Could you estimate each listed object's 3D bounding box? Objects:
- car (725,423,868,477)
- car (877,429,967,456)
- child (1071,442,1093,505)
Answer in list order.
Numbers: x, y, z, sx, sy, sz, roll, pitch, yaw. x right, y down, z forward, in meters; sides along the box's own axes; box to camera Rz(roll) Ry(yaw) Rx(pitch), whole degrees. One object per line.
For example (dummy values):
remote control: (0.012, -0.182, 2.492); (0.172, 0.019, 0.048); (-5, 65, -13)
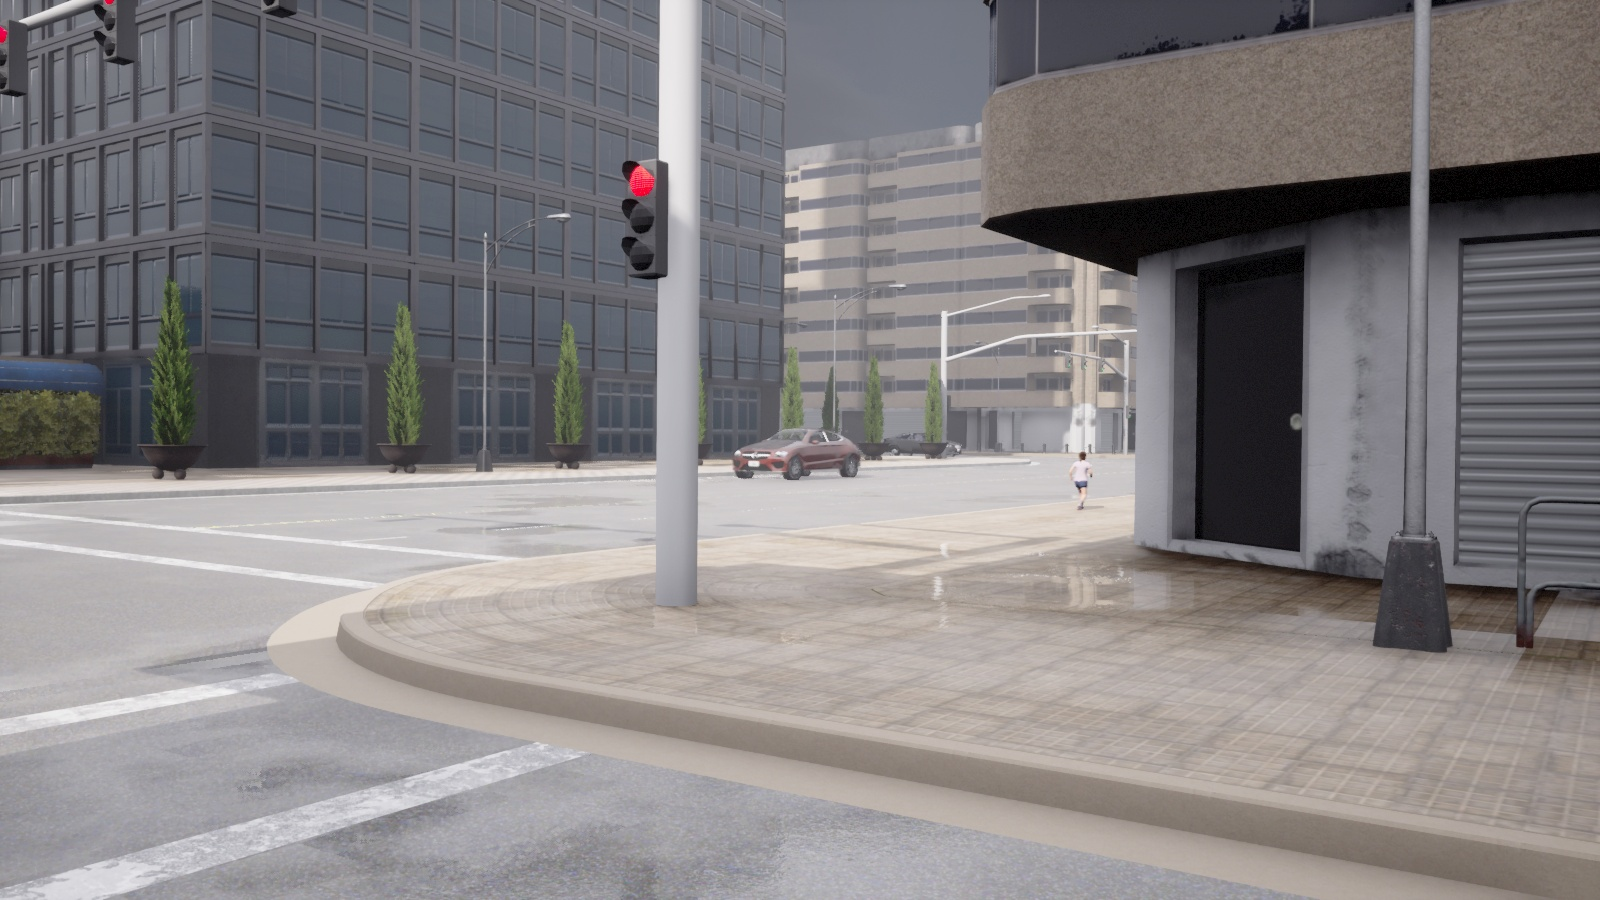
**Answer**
car: (-0.024, -0.045, 40.680); (2.152, 1.651, 5.027); (0, 1, 34)
car: (7.188, -0.447, 74.208); (4.902, 1.511, 2.128); (0, 1, 34)
child: (5.028, 0.419, 22.380); (0.255, 1.110, 0.394); (0, 1, 35)
